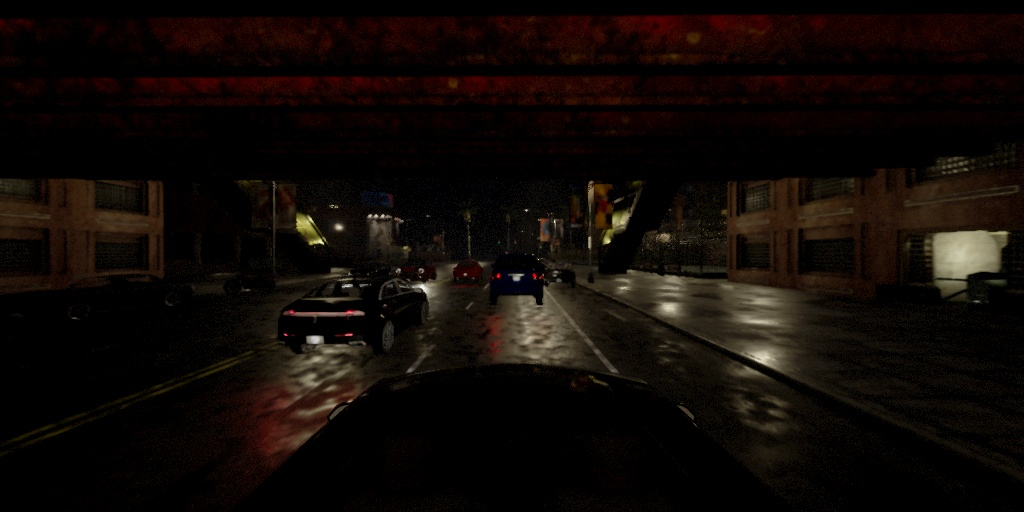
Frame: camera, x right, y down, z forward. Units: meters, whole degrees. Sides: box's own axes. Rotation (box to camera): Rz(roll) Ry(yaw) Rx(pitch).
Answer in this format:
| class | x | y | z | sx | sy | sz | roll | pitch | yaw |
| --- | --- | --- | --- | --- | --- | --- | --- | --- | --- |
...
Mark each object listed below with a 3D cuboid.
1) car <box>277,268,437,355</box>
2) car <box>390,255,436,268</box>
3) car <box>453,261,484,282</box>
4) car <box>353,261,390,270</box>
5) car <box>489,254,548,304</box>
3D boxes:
| class | x | y | z | sx | sy | sz | roll | pitch | yaw |
| --- | --- | --- | --- | --- | --- | --- | --- | --- | --- |
| car | -3.367 | 1.214 | 8.587 | 2.128 | 1.511 | 4.902 | 0 | 0 | 0 |
| car | -6.959 | 1.005 | 26.283 | 2.097 | 1.767 | 4.553 | 0 | 0 | 0 |
| car | -3.279 | 1.126 | 27.493 | 1.882 | 1.535 | 5.008 | 0 | 0 | 0 |
| car | -10.459 | 1.156 | 26.728 | 1.837 | 1.490 | 4.892 | 0 | 0 | 0 |
| car | 0.194 | 0.916 | 16.090 | 2.150 | 2.045 | 5.566 | 0 | 0 | 0 |
